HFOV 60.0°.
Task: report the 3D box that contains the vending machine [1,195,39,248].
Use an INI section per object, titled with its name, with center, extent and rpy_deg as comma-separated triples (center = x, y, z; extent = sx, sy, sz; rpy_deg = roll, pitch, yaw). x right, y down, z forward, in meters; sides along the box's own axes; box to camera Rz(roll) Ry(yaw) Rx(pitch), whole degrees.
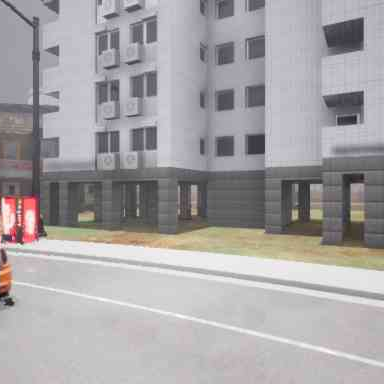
[vending machine]
center = -7.198, 1.195, 13.927
extent = 0.880, 2.100, 1.100
rpy_deg = 0, 0, 21

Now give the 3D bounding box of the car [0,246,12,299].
[car]
center = -5.922, 1.351, 6.787
extent = 4.553, 1.767, 2.097
rpy_deg = 0, 0, 26
